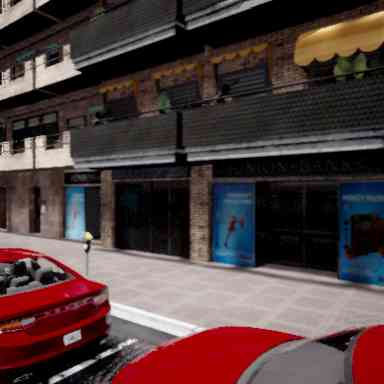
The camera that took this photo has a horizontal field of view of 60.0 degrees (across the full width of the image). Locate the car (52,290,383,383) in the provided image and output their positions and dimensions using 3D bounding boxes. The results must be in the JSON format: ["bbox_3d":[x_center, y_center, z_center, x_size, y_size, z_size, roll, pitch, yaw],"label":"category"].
[{"bbox_3d":[1.382,1.544,1.887,4.507,1.381,1.887,0,0,36],"label":"car"}]

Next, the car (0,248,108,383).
[{"bbox_3d":[-3.202,1.556,5.156,4.507,1.381,1.887,0,0,36],"label":"car"}]
